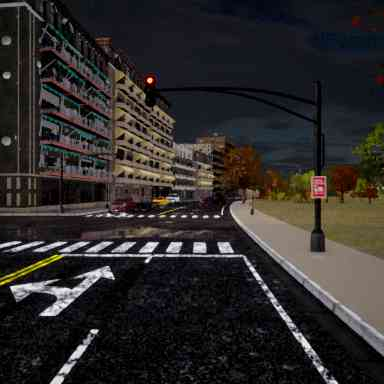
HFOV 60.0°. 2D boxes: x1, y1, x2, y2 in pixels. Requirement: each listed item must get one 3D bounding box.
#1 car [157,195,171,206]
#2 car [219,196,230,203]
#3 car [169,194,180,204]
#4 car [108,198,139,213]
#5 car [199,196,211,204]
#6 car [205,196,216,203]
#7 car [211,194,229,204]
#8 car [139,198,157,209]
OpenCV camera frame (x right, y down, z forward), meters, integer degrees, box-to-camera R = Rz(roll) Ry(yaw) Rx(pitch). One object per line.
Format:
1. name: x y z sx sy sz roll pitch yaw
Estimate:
1. car: -5.610 1.651 58.511 1.882 1.535 5.008 0 0 8
2. car: 7.707 1.784 79.127 2.128 1.511 4.902 0 0 12
3. car: -4.017 1.452 68.963 2.150 2.045 5.566 0 0 9
4. car: -7.995 1.432 38.272 2.097 1.767 4.553 0 0 5
5. car: 2.595 1.728 69.128 2.128 1.511 4.902 0 0 10
6. car: 4.433 1.729 79.325 1.882 1.535 5.008 0 0 12
7. car: 5.813 1.457 68.666 2.150 2.045 5.566 0 0 10
8. car: -6.963 1.726 48.299 1.895 1.301 4.718 0 0 7
